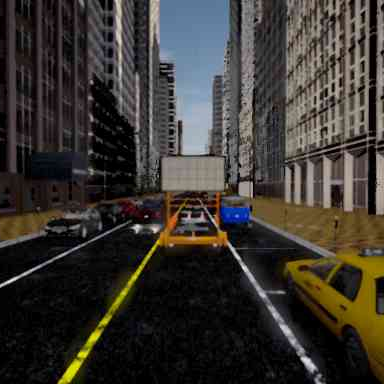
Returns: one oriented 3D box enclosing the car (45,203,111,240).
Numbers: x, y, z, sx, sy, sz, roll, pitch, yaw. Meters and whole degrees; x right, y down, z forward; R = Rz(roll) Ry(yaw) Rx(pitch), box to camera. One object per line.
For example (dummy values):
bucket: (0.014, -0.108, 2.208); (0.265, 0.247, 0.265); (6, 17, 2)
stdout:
car: (-5.658, 1.455, 16.332); (2.008, 1.369, 4.403); (-1, 0, 0)

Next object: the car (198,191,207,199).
car: (2.904, 0.790, 90.197); (2.192, 1.841, 5.009); (-1, 0, 0)

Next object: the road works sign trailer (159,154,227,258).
road works sign trailer: (0.048, 0.392, 12.376); (2.380, 3.560, 2.880); (0, 0, 0)

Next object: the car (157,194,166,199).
car: (-5.574, 1.258, 50.434); (2.008, 1.369, 4.403); (-1, 0, 0)

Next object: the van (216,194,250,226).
van: (2.734, 1.213, 21.994); (1.690, 1.788, 3.998); (-1, 0, 0)

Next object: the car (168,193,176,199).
car: (-5.475, 1.000, 90.048); (1.752, 1.417, 4.829); (-1, 0, 0)

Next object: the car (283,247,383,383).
car: (2.694, 1.495, 5.114); (1.752, 1.417, 4.829); (-1, 0, 0)

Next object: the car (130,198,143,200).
car: (-5.630, 1.383, 27.699); (1.887, 1.381, 4.507); (-1, 0, 0)

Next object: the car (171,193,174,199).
car: (-5.517, 1.156, 73.168); (1.802, 1.307, 4.206); (-1, 0, 0)

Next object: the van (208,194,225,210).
van: (2.777, 1.115, 39.044); (1.690, 1.788, 3.998); (-1, 0, 0)

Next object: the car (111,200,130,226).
car: (-5.644, 1.437, 22.016); (1.947, 1.339, 4.313); (-1, 0, 0)

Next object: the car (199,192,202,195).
car: (2.889, 0.824, 84.513); (2.192, 1.841, 5.009); (-1, 0, 0)

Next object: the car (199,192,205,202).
car: (2.835, 1.192, 61.779); (2.008, 1.369, 4.403); (-1, 0, 0)

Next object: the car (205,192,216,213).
car: (2.762, 1.121, 33.361); (2.192, 1.841, 5.009); (-1, 0, 0)

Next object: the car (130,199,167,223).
car: (-3.040, 1.423, 24.056); (1.994, 1.385, 4.181); (0, 0, 0)

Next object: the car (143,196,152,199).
car: (-5.617, 1.356, 33.383); (2.008, 1.369, 4.403); (-1, 0, 0)

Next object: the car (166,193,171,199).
car: (-5.545, 1.191, 61.800); (2.008, 1.369, 4.403); (-1, 0, 0)

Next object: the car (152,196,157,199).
car: (-5.602, 1.355, 39.067); (1.802, 1.307, 4.206); (-1, 0, 0)
